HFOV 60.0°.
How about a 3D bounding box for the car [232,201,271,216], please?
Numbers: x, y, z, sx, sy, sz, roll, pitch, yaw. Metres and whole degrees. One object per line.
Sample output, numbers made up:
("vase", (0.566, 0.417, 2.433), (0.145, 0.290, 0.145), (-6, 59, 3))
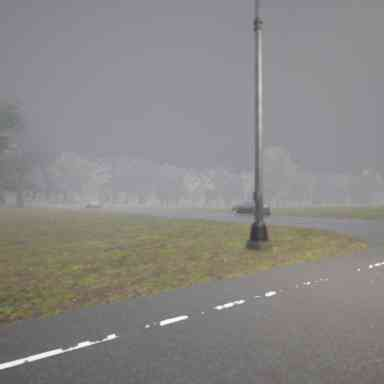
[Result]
("car", (6.506, 1.747, 36.987), (2.097, 1.767, 4.553), (2, -2, -36))

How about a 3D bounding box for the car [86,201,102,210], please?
("car", (-17.206, 2.321, 58.330), (1.812, 1.442, 4.674), (2, -2, -33))
